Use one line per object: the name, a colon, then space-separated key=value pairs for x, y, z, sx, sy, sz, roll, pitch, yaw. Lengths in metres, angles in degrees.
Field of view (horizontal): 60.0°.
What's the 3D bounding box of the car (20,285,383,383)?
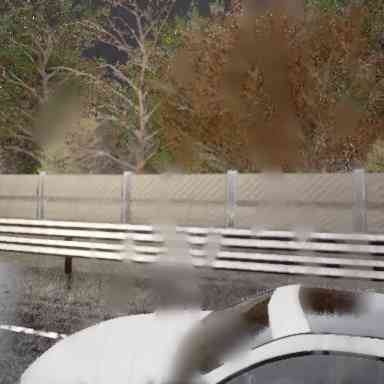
car: x=0.910 y=1.520 z=2.494 sx=4.674 sy=1.442 sz=1.812 roll=1 pitch=0 yaw=16
